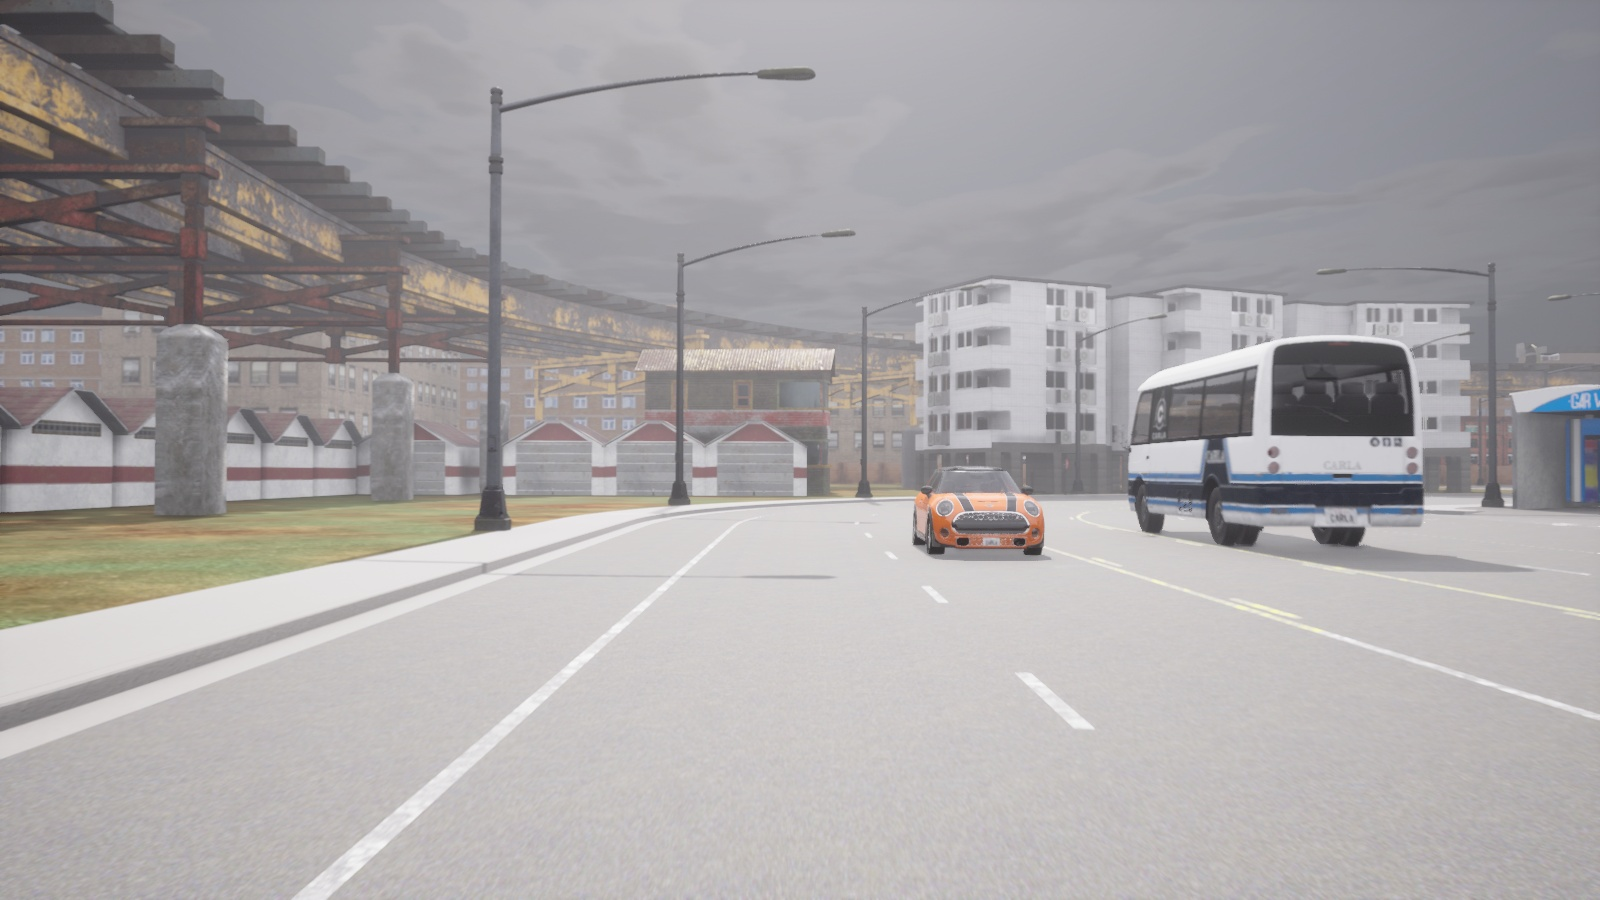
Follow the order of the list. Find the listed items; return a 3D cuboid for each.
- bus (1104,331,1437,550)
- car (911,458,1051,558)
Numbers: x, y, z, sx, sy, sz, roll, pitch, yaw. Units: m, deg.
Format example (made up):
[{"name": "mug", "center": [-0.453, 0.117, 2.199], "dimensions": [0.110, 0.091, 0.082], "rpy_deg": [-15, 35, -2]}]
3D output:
[{"name": "bus", "center": [10.424, -0.107, 29.647], "dimensions": [3.944, 4.253, 10.273], "rpy_deg": [0, -1, 0]}, {"name": "car", "center": [3.441, 1.074, 24.748], "dimensions": [2.097, 1.767, 4.553], "rpy_deg": [0, -1, 0]}]
